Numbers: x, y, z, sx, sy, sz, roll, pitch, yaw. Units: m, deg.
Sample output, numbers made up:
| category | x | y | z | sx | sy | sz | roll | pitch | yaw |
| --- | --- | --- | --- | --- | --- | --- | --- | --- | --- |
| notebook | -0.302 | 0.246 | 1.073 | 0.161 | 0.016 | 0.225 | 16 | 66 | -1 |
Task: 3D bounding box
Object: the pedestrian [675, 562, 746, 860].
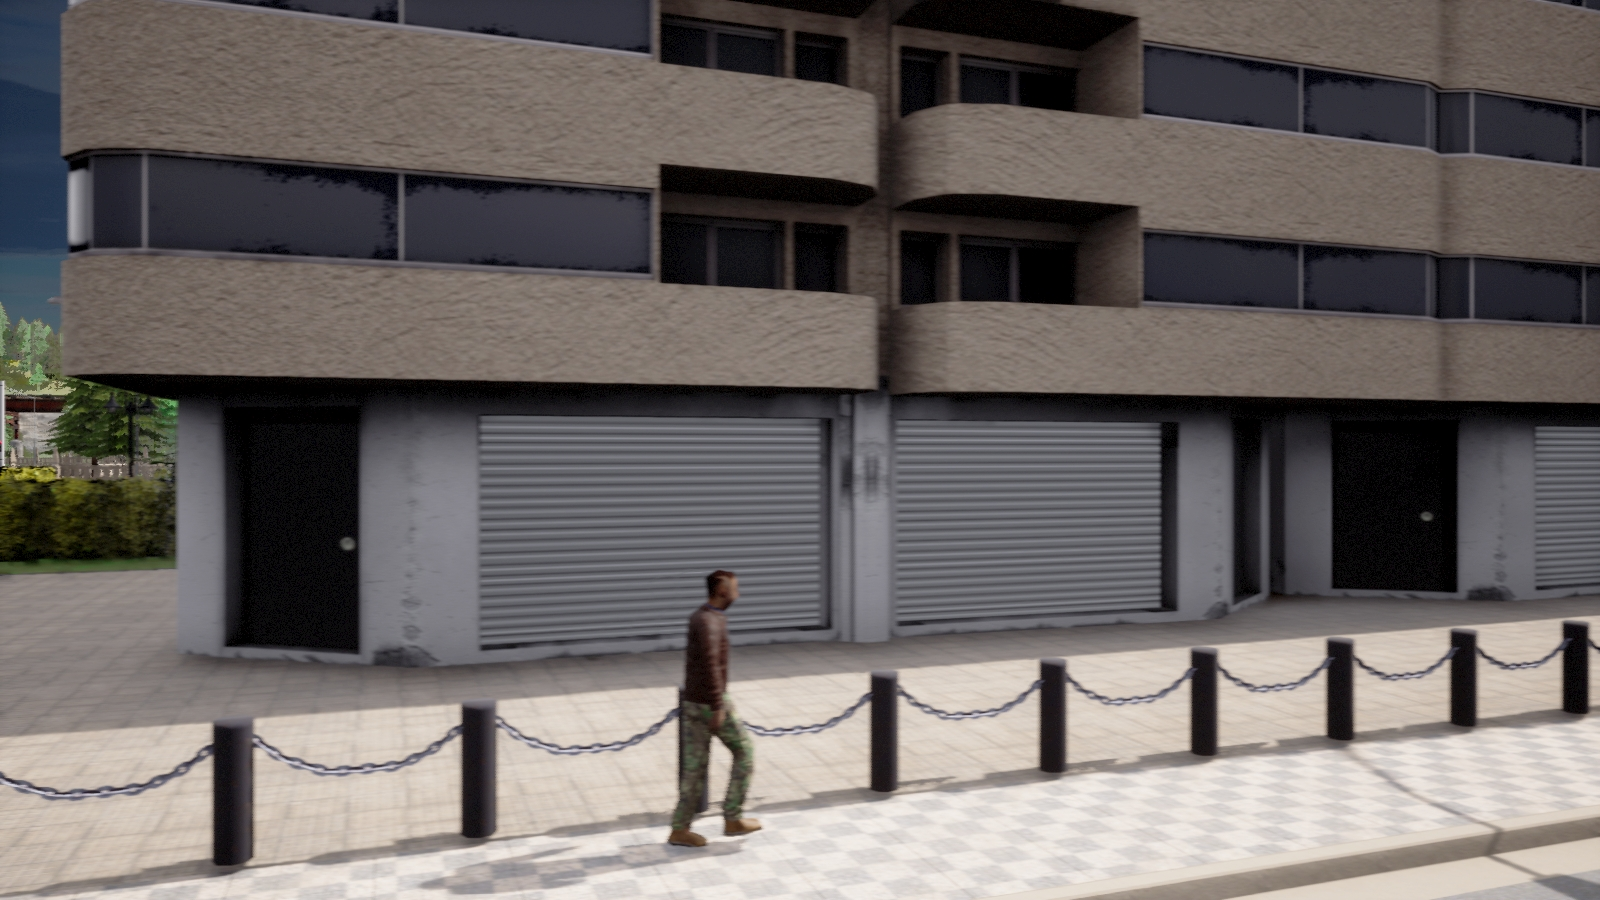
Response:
| category | x | y | z | sx | sy | sz | roll | pitch | yaw |
| --- | --- | --- | --- | --- | --- | --- | --- | --- | --- |
| pedestrian | -0.597 | 1.697 | 7.568 | 0.375 | 1.860 | 0.375 | 0 | 0 | -21 |
